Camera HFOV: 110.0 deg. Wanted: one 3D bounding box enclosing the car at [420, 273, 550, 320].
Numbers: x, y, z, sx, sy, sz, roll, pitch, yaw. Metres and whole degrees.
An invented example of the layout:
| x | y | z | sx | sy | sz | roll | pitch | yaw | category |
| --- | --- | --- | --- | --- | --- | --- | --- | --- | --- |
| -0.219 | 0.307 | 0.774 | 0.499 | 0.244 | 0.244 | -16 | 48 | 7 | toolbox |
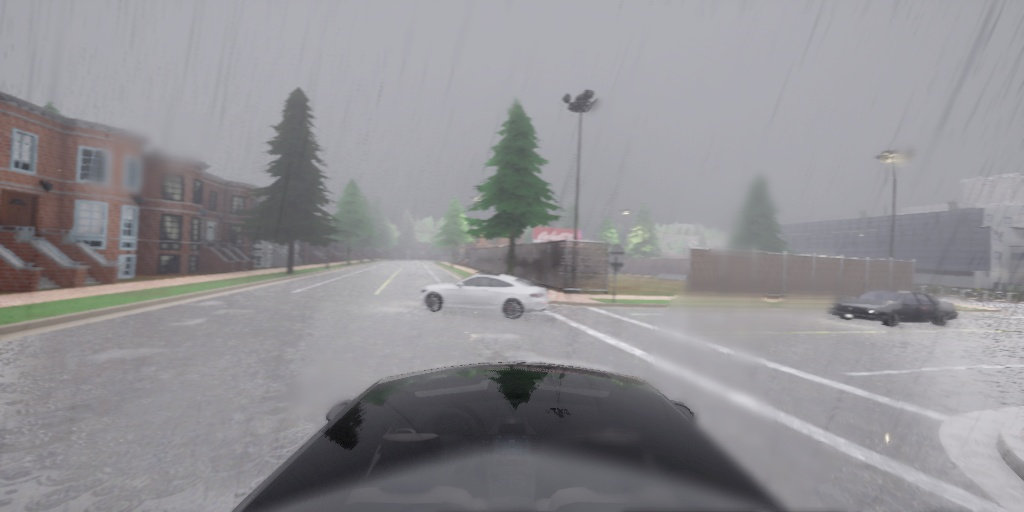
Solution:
| x | y | z | sx | sy | sz | roll | pitch | yaw | category |
| --- | --- | --- | --- | --- | --- | --- | --- | --- | --- |
| -0.991 | 1.329 | 12.915 | 4.674 | 1.442 | 1.812 | 3 | 0 | 13 | car |

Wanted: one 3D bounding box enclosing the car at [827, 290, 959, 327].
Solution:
| x | y | z | sx | sy | sz | roll | pitch | yaw | category |
| --- | --- | --- | --- | --- | --- | --- | --- | --- | --- |
| 16.624 | 2.231 | 15.598 | 5.357 | 1.411 | 2.033 | 3 | -1 | -15 | car |
